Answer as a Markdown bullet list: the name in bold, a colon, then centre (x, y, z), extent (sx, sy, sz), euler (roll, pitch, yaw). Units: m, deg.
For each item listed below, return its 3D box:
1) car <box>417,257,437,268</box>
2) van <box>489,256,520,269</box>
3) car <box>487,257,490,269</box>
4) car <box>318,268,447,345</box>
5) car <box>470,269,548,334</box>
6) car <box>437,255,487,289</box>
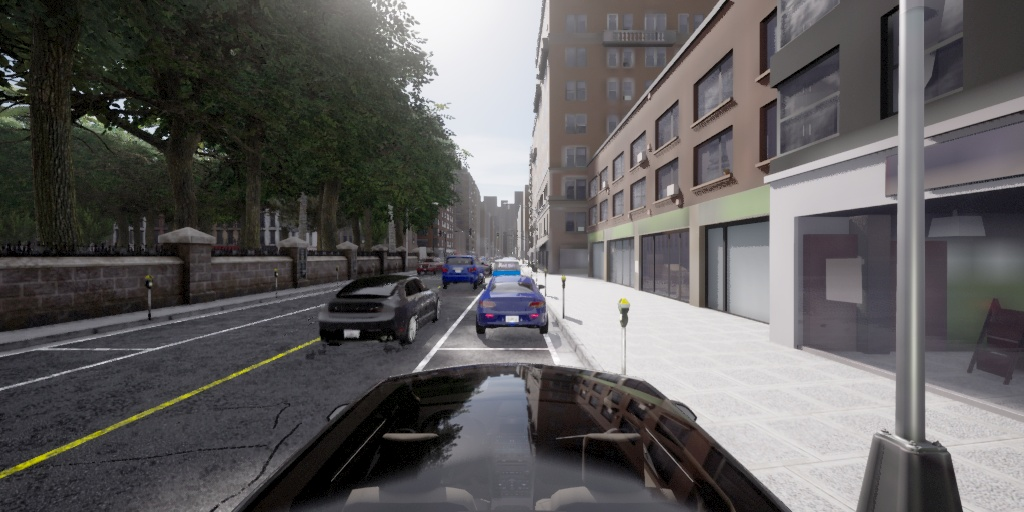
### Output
- **car**: centre (-8.813, 1.040, 38.791), extent (2.192, 1.841, 5.009), euler (0, 0, 0)
- **van**: centre (-0.288, 1.083, 21.849), extent (1.690, 1.789, 3.998), euler (0, 0, 0)
- **car**: centre (-3.076, 1.216, 39.368), extent (2.128, 1.511, 4.902), euler (0, 0, 0)
- **car**: centre (-3.146, 1.255, 9.445), extent (1.837, 1.490, 4.892), euler (0, 0, 0)
- **car**: centre (0.004, 1.273, 10.500), extent (1.812, 1.442, 4.674), euler (0, 0, 0)
- **car**: centre (-3.082, 0.963, 23.362), extent (2.150, 2.045, 5.566), euler (0, 0, 0)
